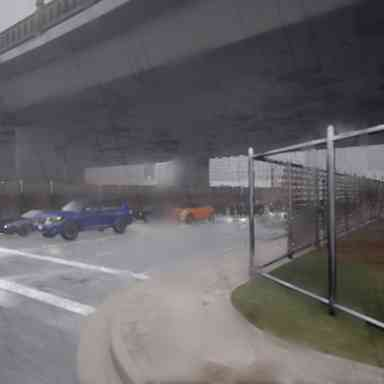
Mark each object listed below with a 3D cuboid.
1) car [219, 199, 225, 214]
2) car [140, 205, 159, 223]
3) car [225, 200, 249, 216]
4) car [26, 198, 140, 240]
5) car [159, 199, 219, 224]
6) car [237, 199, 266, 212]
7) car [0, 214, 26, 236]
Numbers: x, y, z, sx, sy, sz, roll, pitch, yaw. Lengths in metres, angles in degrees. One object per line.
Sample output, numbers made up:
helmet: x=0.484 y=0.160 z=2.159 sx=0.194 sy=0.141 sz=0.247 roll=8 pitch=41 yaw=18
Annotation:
car: x=1.937 y=1.558 z=35.213 sx=2.097 sy=1.767 sz=4.553 roll=-1 pitch=0 yaw=36
car: x=-3.321 y=1.806 z=27.945 sx=1.895 sy=1.301 sz=4.718 roll=-1 pitch=0 yaw=36
car: x=5.738 y=1.647 z=34.492 sx=1.882 sy=1.535 sz=5.008 roll=-1 pitch=0 yaw=36
car: x=-5.818 y=1.389 z=18.523 sx=2.150 sy=2.045 sz=5.566 roll=-1 pitch=-1 yaw=36
car: x=-0.127 y=1.520 z=26.390 sx=2.097 sy=1.767 sz=4.553 roll=-1 pitch=0 yaw=36
car: x=7.820 y=1.733 z=43.311 sx=1.812 sy=1.442 sz=4.674 roll=-1 pitch=0 yaw=36
car: x=-8.939 y=1.751 z=20.171 sx=2.033 sy=1.411 sz=5.357 roll=-1 pitch=0 yaw=36
